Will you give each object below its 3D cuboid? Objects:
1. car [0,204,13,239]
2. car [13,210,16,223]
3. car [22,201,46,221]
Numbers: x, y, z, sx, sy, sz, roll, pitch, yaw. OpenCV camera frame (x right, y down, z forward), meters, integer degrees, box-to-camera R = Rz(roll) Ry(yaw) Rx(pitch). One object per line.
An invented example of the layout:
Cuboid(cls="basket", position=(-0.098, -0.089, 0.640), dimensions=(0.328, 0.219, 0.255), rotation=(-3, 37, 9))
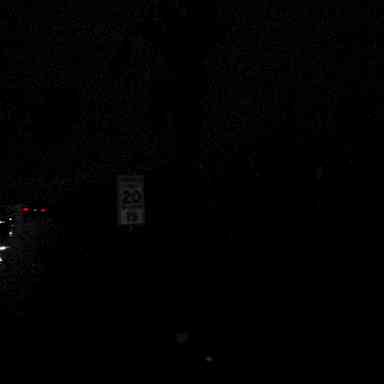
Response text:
Cuboid(cls="car", position=(-12.598, 1.764, 20.663), dimensions=(2.150, 2.045, 5.566), rotation=(-1, -1, -27))
Cuboid(cls="car", position=(-18.570, 2.175, 32.656), dimensions=(2.097, 1.767, 4.553), rotation=(-1, -1, -26))
Cuboid(cls="car", position=(-17.326, 2.061, 36.660), dimensions=(2.150, 2.045, 5.566), rotation=(-1, -1, -26))
